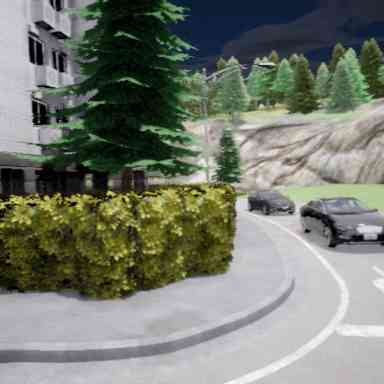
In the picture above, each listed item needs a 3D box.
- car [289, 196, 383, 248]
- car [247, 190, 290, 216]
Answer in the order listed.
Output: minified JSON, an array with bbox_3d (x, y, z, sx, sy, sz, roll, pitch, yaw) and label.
[{"bbox_3d":[5.275,0.935,11.990,2.128,1.511,4.902,-2,2,4],"label":"car"},{"bbox_3d":[5.092,0.629,22.035,1.837,1.490,4.892,-2,2,-9],"label":"car"}]
